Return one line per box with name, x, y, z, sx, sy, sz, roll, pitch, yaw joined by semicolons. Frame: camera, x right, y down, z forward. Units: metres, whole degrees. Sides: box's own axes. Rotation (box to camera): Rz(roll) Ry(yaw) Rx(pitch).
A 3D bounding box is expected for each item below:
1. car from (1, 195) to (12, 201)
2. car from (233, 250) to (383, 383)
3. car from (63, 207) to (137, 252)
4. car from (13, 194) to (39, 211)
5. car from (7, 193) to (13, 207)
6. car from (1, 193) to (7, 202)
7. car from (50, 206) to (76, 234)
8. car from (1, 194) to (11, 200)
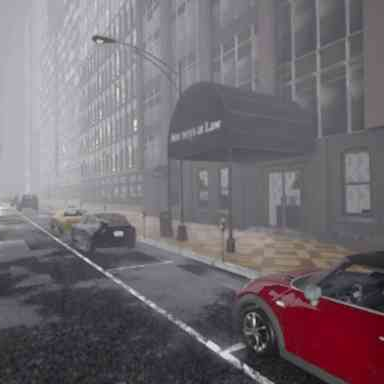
car;-42.316;1.279;75.956;1.947;1.339;4.313;1;0;-32
car;2.279;1.407;3.861;1.967;1.590;4.097;1;0;-32
car;-3.669;1.502;13.475;1.947;1.339;4.313;1;0;-32
car;-18.531;1.173;37.507;2.192;1.841;5.009;1;0;-32
car;-24.477;1.139;47.119;2.192;1.841;5.009;1;0;-32
car;-36.369;1.191;66.343;1.967;1.590;4.097;1;0;-32
car;-6.731;1.446;18.426;1.752;1.417;4.829;1;0;-32
car;-45.289;1.260;80.762;1.947;1.339;4.313;1;0;-32
